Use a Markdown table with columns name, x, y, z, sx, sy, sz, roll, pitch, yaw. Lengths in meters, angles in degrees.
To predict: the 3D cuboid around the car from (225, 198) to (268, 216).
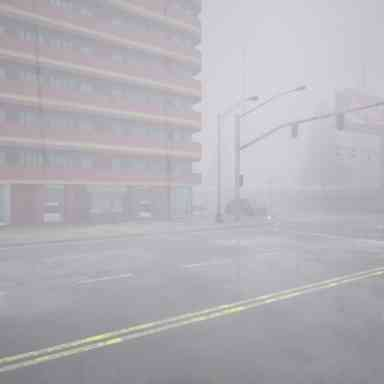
| name | x | y | z | sx | sy | sz | roll | pitch | yaw |
| --- | --- | --- | --- | --- | --- | --- | --- | --- | --- |
| car | 5.272 | 1.352 | 32.413 | 2.097 | 1.767 | 4.553 | 0 | 0 | -34 |

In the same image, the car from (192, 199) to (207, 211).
| name | x | y | z | sx | sy | sz | roll | pitch | yaw |
| --- | --- | --- | --- | --- | --- | --- | --- | --- | --- |
| car | -0.116 | 1.525 | 40.444 | 1.812 | 1.442 | 4.674 | 0 | 0 | -34 |
